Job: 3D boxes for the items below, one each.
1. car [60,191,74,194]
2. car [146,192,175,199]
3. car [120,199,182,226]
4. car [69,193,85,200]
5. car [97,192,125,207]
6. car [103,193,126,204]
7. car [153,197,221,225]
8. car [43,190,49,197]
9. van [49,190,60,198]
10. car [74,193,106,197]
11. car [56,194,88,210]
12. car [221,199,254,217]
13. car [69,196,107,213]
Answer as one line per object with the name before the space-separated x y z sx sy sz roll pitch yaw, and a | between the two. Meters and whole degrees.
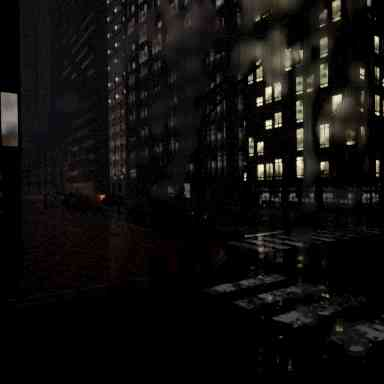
car | -21.678 0.946 59.790 1.837 1.490 4.892 -1 1 -34
car | -3.640 0.964 38.205 2.192 1.841 5.009 -1 1 -35
car | -2.886 1.455 22.399 2.008 1.369 4.403 -1 1 -35
car | -22.847 0.890 66.078 1.887 1.381 4.507 -1 1 -35
car | -10.556 1.165 43.677 2.033 1.411 5.357 -1 1 -34
car | -11.956 1.010 51.063 1.837 1.490 4.892 -1 1 -35
car | -0.517 1.357 23.460 2.128 1.511 4.902 -1 1 -35
car | -35.652 0.690 84.657 2.008 1.369 4.403 -1 1 -35
van | -32.451 0.532 80.009 1.690 1.788 3.998 -1 1 -35
car | -12.729 1.183 41.213 1.837 1.490 4.892 -1 1 -34
car | -13.717 1.290 38.065 2.008 1.369 4.403 -1 1 -35
car | 3.110 1.279 28.348 1.752 1.417 4.829 -1 1 -35
car | -10.515 1.354 33.420 1.947 1.339 4.313 -1 1 -35
